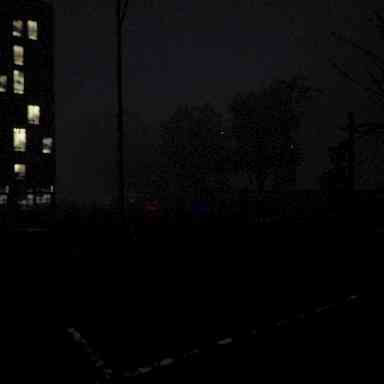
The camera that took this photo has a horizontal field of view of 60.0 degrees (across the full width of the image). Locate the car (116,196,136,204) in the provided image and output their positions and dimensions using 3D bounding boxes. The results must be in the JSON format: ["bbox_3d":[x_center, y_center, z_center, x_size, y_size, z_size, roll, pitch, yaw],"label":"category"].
[{"bbox_3d":[-12.771,1.527,64.406,1.882,1.535,5.008,-1,0,-36],"label":"car"}]

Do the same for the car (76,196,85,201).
[{"bbox_3d":[-29.248,1.658,86.287,1.887,1.381,4.507,-1,1,-36],"label":"car"}]

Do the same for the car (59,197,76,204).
[{"bbox_3d":[-25.995,1.750,68.038,1.947,1.339,4.313,-1,1,-36],"label":"car"}]

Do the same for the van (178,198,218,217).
[{"bbox_3d":[0.765,1.433,31.835,1.690,1.788,3.998,-1,1,-36],"label":"van"}]

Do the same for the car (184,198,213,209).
[{"bbox_3d":[0.821,1.587,45.507,1.802,1.307,4.206,-1,1,-36],"label":"car"}]

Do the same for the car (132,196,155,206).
[{"bbox_3d":[-8.605,1.538,58.781,1.837,1.490,4.892,-1,0,-36],"label":"car"}]

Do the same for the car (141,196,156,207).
[{"bbox_3d":[-7.558,1.662,52.368,1.895,1.301,4.718,-1,0,-36],"label":"car"}]

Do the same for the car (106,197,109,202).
[{"bbox_3d":[-13.333,1.587,60.096,1.837,1.490,4.892,-1,0,-36],"label":"car"}]

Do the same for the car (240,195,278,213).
[{"bbox_3d":[7.506,1.299,36.458,2.192,1.841,5.009,-1,1,-36],"label":"car"}]

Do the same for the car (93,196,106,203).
[{"bbox_3d":[-19.245,1.621,72.649,1.887,1.381,4.507,-1,1,-36],"label":"car"}]

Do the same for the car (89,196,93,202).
[{"bbox_3d":[-22.589,1.639,77.182,2.008,1.369,4.403,-1,1,-36],"label":"car"}]

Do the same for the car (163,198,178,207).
[{"bbox_3d":[-2.624,1.542,50.167,1.752,1.417,4.829,-1,1,-36],"label":"car"}]

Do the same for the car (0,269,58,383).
[{"bbox_3d":[-3.728,1.566,3.540,4.313,1.339,1.947,0,-1,-35],"label":"car"}]

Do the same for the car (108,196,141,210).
[{"bbox_3d":[-9.268,1.676,45.412,2.008,1.369,4.403,-1,1,-36],"label":"car"}]
